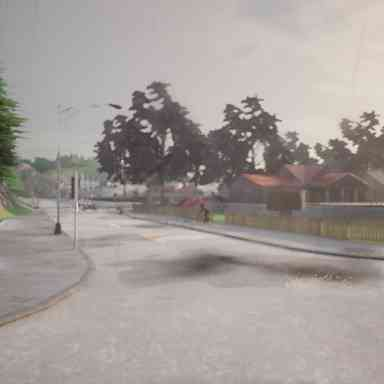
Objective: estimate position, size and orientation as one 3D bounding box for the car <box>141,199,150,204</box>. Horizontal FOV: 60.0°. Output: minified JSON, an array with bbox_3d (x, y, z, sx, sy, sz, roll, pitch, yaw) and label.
[{"bbox_3d":[-11.024,2.366,76.703,1.994,1.381,4.181,1,-1,-26],"label":"car"}]

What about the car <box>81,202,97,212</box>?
[{"bbox_3d":[-15.394,2.197,49.803,1.812,1.442,4.674,1,-1,-26],"label":"car"}]

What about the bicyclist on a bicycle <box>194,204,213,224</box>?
[{"bbox_3d":[0.898,1.724,26.025,1.656,1.620,0.582,0,-1,-26],"label":"bicyclist on a bicycle"}]
